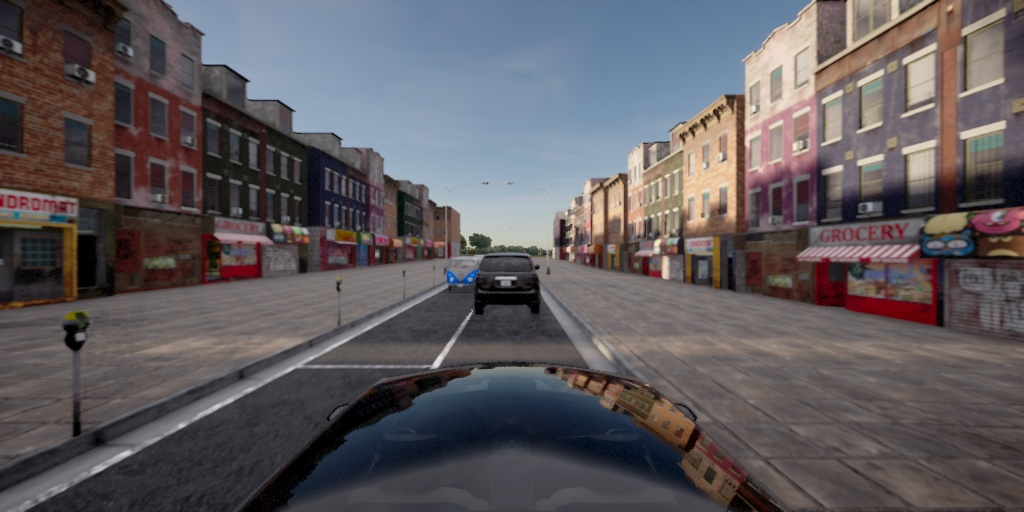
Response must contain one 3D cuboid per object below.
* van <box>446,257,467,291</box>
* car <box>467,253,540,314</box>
[{"bbox_3d":[-2.633,0.947,20.304,1.690,1.789,3.998,0,0,0],"label":"van"},{"bbox_3d":[-0.112,0.896,13.490,2.150,2.045,5.566,0,1,1],"label":"car"}]
